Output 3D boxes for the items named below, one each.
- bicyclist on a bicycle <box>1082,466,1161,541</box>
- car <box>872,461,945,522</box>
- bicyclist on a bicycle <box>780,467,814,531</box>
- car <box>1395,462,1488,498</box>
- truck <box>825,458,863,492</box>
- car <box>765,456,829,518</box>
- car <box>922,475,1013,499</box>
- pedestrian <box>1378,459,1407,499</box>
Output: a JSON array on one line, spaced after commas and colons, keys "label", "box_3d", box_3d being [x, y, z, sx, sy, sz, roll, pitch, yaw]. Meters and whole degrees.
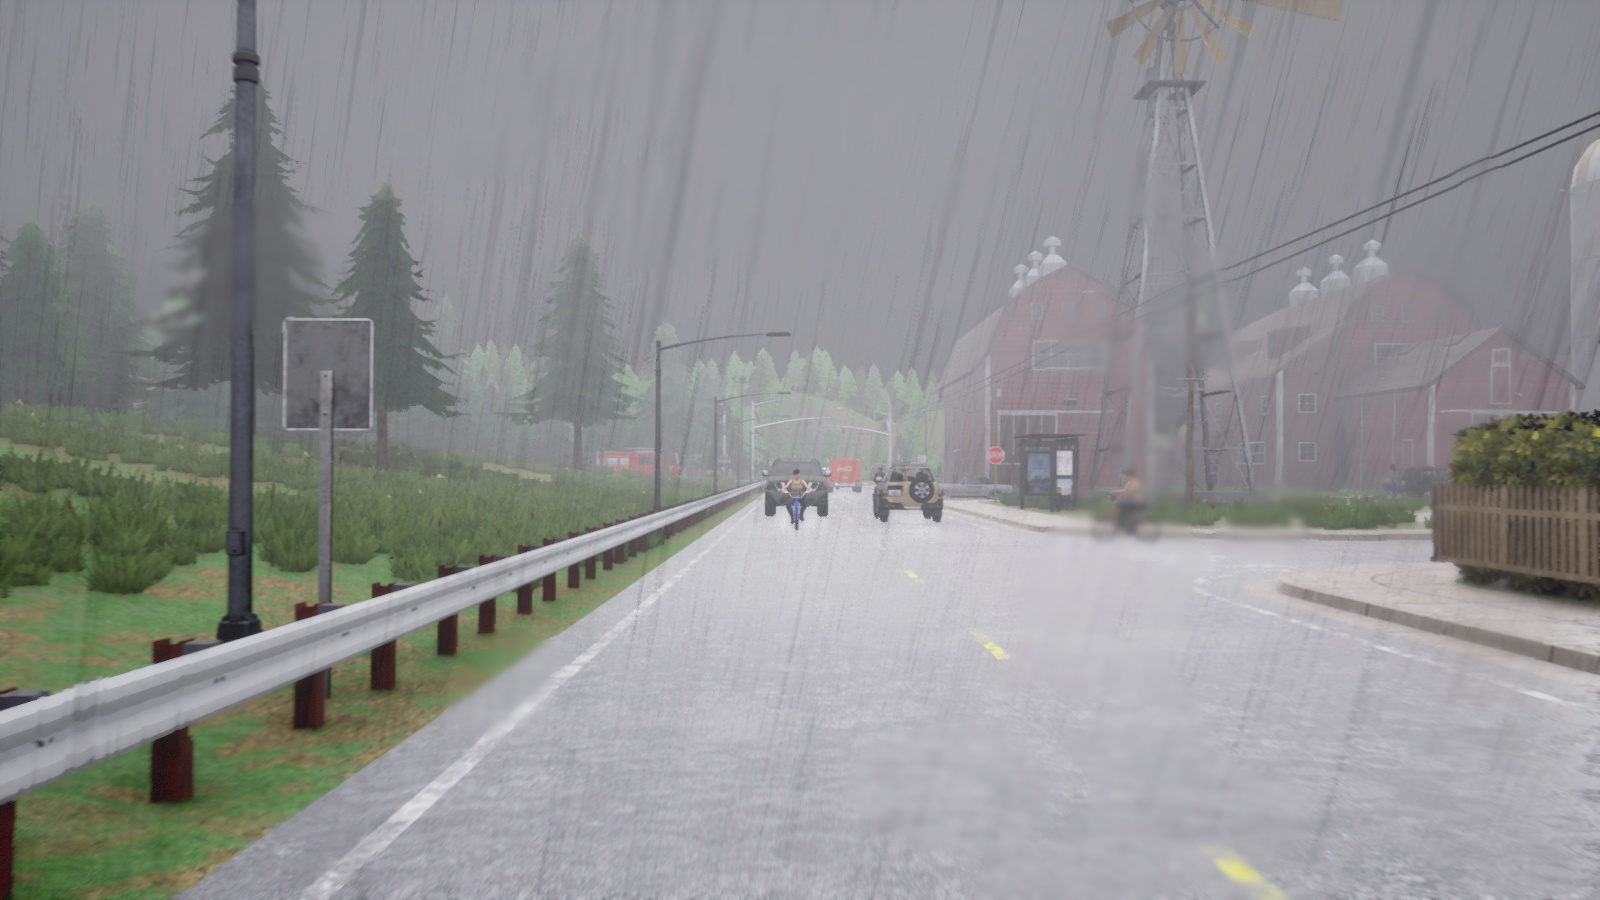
[{"label": "bicyclist on a bicycle", "box_3d": [7.077, 1.186, 27.651, 1.509, 1.612, 0.866, -1, -4, 31]}, {"label": "car", "box_3d": [3.401, 1.292, 40.280, 1.932, 1.855, 4.605, 0, -1, 0]}, {"label": "bicyclist on a bicycle", "box_3d": [-0.074, 1.298, 32.914, 0.866, 1.612, 1.509, 0, -5, 0]}, {"label": "car", "box_3d": [33.711, 1.581, 66.046, 3.866, 1.878, 1.905, 0, -1, -1]}, {"label": "truck", "box_3d": [3.270, 1.886, 93.866, 2.627, 2.467, 5.204, 0, -1, 0]}, {"label": "car", "box_3d": [-0.111, 1.284, 44.866, 2.150, 2.045, 5.566, 0, -1, 0]}, {"label": "car", "box_3d": [9.163, 2.034, 69.015, 4.718, 1.301, 1.895, 0, -1, -2]}, {"label": "pedestrian", "box_3d": [27.298, 1.329, 57.834, 0.900, 1.855, 0.874, 0, -1, -1]}]
